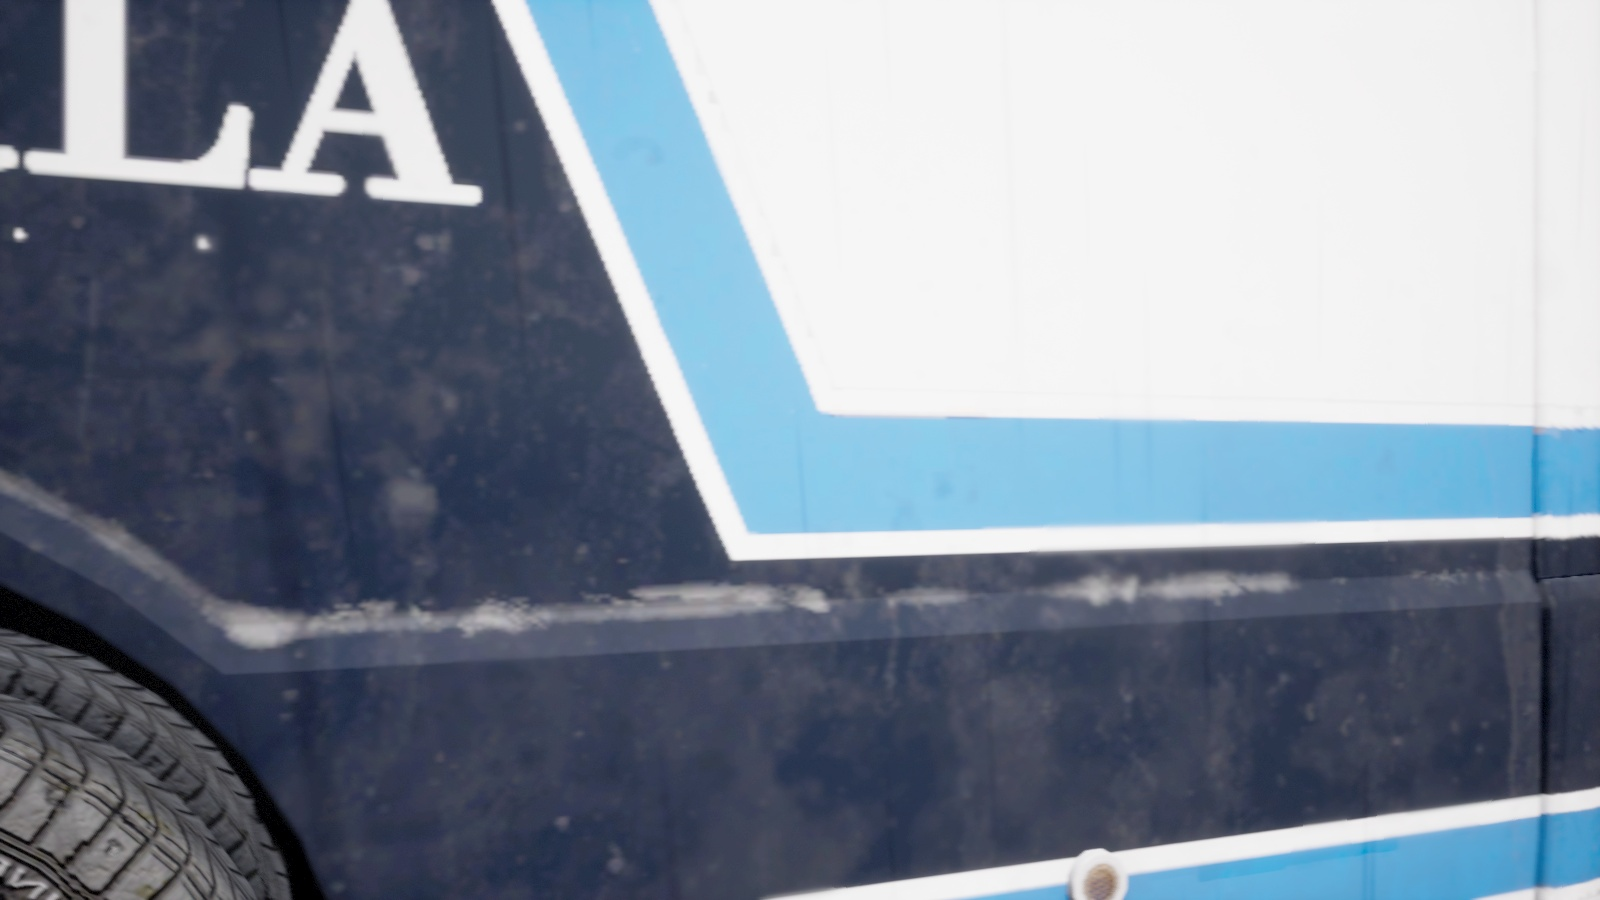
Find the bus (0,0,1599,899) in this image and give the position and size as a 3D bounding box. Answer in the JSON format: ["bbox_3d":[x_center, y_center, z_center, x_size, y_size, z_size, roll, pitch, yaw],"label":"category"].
[{"bbox_3d":[-4.293,-0.559,1.606,10.273,4.253,3.944,-1,0,-22],"label":"bus"}]
